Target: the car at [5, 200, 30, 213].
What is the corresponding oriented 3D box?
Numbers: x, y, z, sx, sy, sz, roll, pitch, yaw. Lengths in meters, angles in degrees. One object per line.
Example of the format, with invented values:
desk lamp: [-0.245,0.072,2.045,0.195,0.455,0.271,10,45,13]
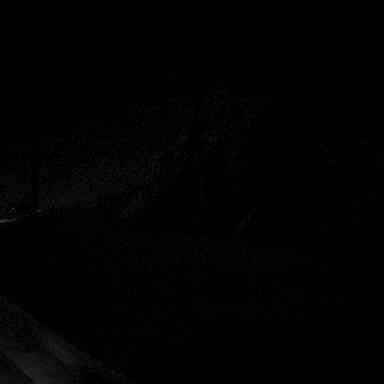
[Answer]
car: [-20.442,1.668,38.950,1.812,1.442,4.674,0,0,-17]
